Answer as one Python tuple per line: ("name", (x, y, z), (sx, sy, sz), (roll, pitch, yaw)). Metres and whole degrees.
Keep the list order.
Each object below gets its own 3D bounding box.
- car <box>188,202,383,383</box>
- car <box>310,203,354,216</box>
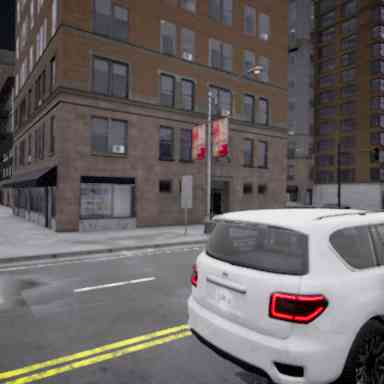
("car", (2.555, 1.273, 5.253), (5.566, 2.045, 2.150), (0, 0, -35))
("car", (15.976, 1.937, 38.085), (1.947, 1.339, 4.313), (1, -1, -35))
